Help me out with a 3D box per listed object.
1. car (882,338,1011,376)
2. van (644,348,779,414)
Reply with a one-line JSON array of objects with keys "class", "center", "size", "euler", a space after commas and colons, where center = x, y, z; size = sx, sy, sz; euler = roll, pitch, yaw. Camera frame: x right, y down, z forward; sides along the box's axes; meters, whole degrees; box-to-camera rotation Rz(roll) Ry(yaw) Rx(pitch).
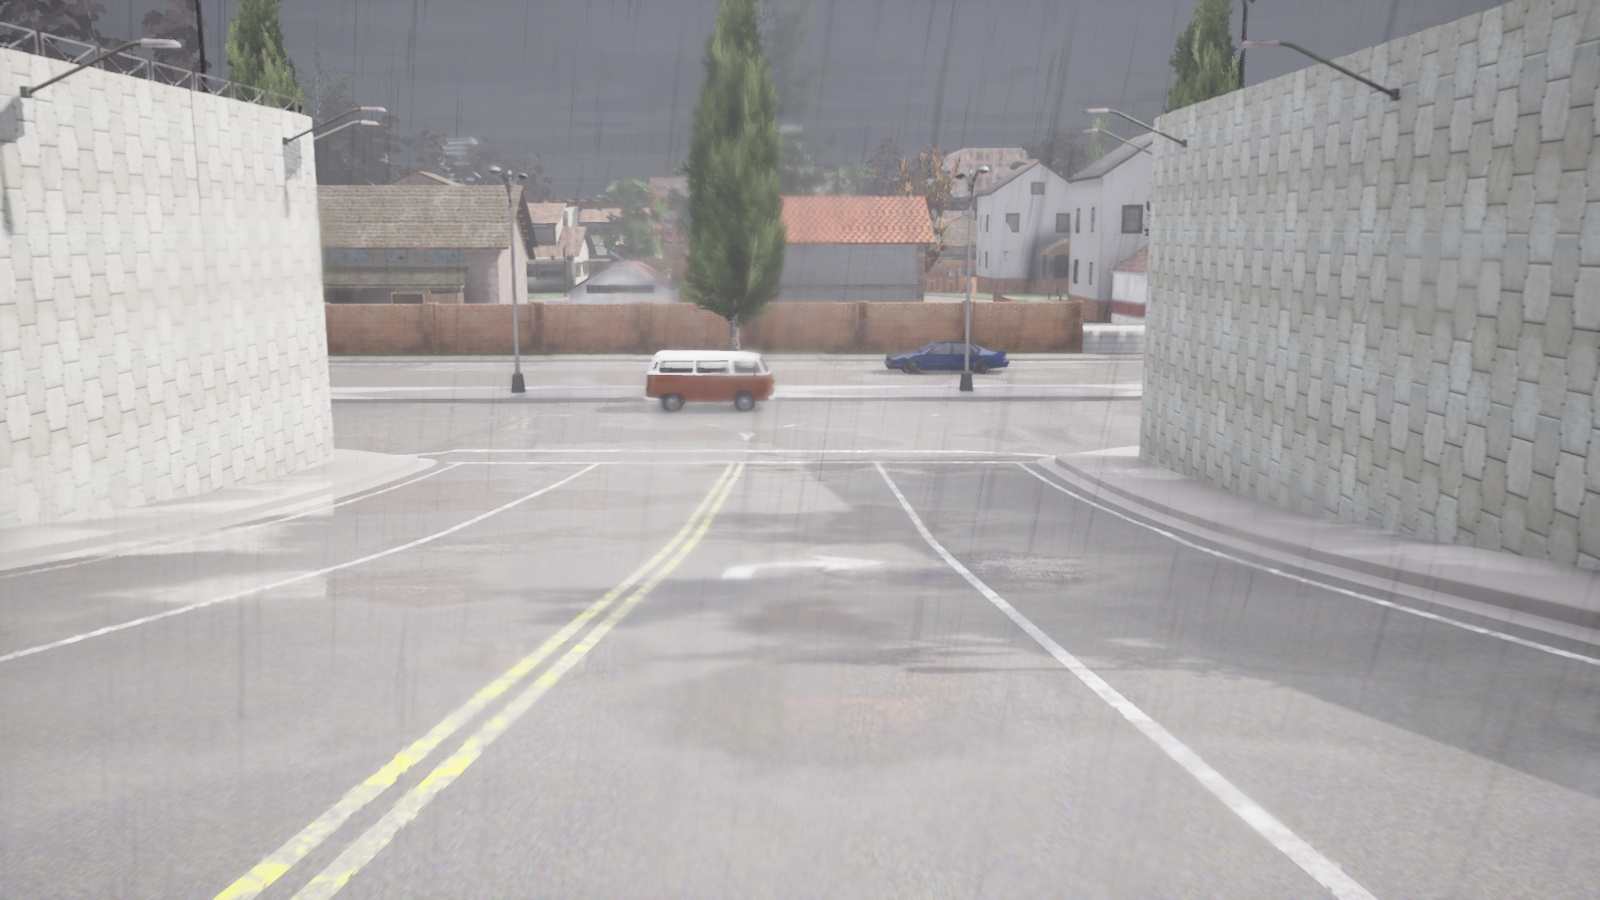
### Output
[{"class": "car", "center": [6.324, -4.069, 54.739], "size": [5.357, 1.411, 2.033], "euler": [0, 10, -1]}, {"class": "van", "center": [-2.989, -2.404, 43.222], "size": [4.480, 2.038, 2.069], "euler": [0, 9, -1]}]
